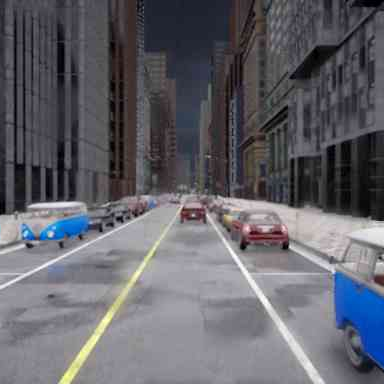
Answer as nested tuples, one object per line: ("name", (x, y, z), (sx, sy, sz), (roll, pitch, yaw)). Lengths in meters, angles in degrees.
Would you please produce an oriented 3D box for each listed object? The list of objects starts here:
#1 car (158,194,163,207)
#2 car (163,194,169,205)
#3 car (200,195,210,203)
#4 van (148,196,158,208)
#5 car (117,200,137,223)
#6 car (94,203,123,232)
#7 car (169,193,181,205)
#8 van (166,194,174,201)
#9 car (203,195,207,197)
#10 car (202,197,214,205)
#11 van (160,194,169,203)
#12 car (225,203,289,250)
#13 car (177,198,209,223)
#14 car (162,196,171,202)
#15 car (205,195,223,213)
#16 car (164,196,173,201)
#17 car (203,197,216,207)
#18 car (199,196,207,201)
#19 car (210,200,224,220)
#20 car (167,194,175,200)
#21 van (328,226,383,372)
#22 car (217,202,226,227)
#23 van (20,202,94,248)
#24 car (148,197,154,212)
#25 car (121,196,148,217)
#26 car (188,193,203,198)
("car", (-5.775, 1.459, 48.181), (1.967, 1.590, 4.097), (0, 0, 0))
("car", (-5.777, 1.464, 59.454), (1.967, 1.590, 4.097), (0, 0, 0))
("car", (2.746, 1.469, 70.736), (1.967, 1.590, 4.097), (0, 0, 0))
("van", (-5.774, 1.358, 42.544), (1.690, 1.788, 3.998), (0, 0, 0))
("car", (-5.770, 1.576, 25.634), (1.947, 1.339, 4.313), (0, 0, 0))
("car", (-5.769, 1.573, 19.997), (1.947, 1.339, 4.313), (0, 0, 0))
("car", (-3.012, 1.506, 60.702), (1.882, 1.535, 5.008), (0, 0, 0))
("van", (-5.783, 1.382, 87.637), (1.690, 1.788, 3.998), (0, 0, 0))
("car", (2.750, 1.334, 48.192), (2.192, 1.841, 5.009), (0, 0, 0))
("car", (2.749, 1.590, 59.464), (1.947, 1.339, 4.313), (0, 0, 0))
("van", (-5.779, 1.370, 70.727), (1.690, 1.788, 3.998), (0, 0, 0))
("car", (2.757, 1.446, 14.374), (1.967, 1.590, 4.097), (0, 0, 0))
("car", (0.095, 1.487, 25.628), (1.882, 1.535, 5.008), (0, 0, 0))
("car", (-5.780, 1.558, 76.194), (1.752, 1.417, 4.829), (0, 0, 0))
("car", (2.752, 1.455, 36.918), (1.967, 1.590, 4.097), (0, 0, 0))
("car", (-5.781, 1.587, 82.000), (2.008, 1.369, 4.403), (0, 0, 0))
("car", (2.750, 1.566, 53.828), (1.887, 1.381, 4.507), (0, 0, 0))
("car", (2.744, 1.602, 82.009), (1.947, 1.339, 4.313), (0, 0, 0))
("car", (2.755, 1.561, 25.646), (2.008, 1.369, 4.403), (0, 0, 0))
("car", (-5.783, 1.486, 93.273), (1.967, 1.590, 4.097), (0, 0, 0))
("van", (2.758, 1.342, 3.101), (1.690, 1.788, 3.998), (0, 0, 0))
("car", (2.756, 1.533, 20.180), (1.752, 1.417, 4.829), (0, 0, 0))
("van", (-5.769, 1.346, 14.360), (1.690, 1.788, 3.998), (0, 0, 0))
("car", (-5.772, 1.559, 36.907), (1.887, 1.381, 4.507), (0, 0, 0))
("car", (-5.772, 1.327, 31.270), (2.192, 1.841, 5.009), (0, 0, 0))
("car", (0.091, 1.370, 45.651), (2.097, 1.767, 4.553), (0, 0, 0))
